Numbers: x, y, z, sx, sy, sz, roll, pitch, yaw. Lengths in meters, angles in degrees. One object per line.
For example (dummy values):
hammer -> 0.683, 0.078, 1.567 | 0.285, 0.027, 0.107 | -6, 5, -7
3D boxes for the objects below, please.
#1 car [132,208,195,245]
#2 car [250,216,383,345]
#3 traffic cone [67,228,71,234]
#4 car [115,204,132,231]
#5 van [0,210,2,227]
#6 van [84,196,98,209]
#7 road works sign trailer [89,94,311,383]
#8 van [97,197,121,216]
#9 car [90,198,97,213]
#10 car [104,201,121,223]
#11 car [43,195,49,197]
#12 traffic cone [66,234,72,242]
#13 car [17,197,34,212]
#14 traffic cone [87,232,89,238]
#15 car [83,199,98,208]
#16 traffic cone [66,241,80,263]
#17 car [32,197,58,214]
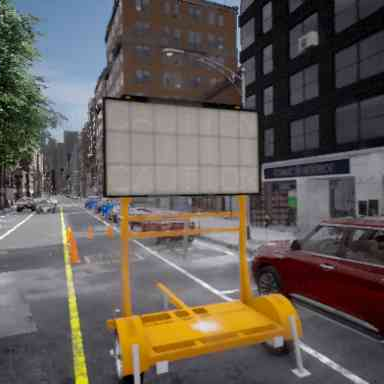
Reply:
car -> -1.306, 1.559, 15.648 | 1.887, 1.381, 4.507 | -1, 0, -22
car -> 2.892, 1.267, 5.136 | 2.192, 1.841, 5.009 | -1, 0, -22
traffic cone -> -5.370, 2.031, 14.703 | 0.340, 0.580, 0.340 | -1, 0, -22
car -> -3.407, 1.626, 20.904 | 1.802, 1.307, 4.206 | -1, 0, -22
van -> -11.316, 1.505, 17.712 | 1.690, 1.788, 3.998 | -1, 0, -22
van -> -13.920, 1.517, 47.182 | 1.690, 1.788, 3.998 | -1, 0, -22
road works sign trailer -> -0.125, 0.462, 4.962 | 2.380, 3.560, 2.880 | -1, 0, -22
van -> -7.615, 1.441, 31.415 | 1.690, 1.788, 3.998 | -1, 0, -22
car -> -9.713, 1.671, 36.671 | 1.887, 1.381, 4.507 | -1, 0, -22
car -> -5.509, 1.654, 26.160 | 1.802, 1.307, 4.206 | -1, 0, -22
car -> -37.975, 1.990, 84.387 | 1.752, 1.417, 4.829 | -1, 0, -22
traffic cone -> -4.627, 2.021, 12.845 | 0.340, 0.580, 0.340 | -1, 0, -22
car -> -21.819, 1.611, 43.980 | 2.192, 1.841, 5.009 | -1, 0, -22
traffic cone -> -5.184, 2.028, 16.931 | 0.340, 0.580, 0.340 | -1, 0, -22
car -> -16.018, 1.766, 52.438 | 1.947, 1.339, 4.313 | -1, 0, -22
traffic cone -> -3.885, 2.010, 10.989 | 0.340, 0.580, 0.340 | -1, 0, -22
car -> -16.826, 1.721, 38.431 | 2.128, 1.511, 4.902 | -1, 0, -22
